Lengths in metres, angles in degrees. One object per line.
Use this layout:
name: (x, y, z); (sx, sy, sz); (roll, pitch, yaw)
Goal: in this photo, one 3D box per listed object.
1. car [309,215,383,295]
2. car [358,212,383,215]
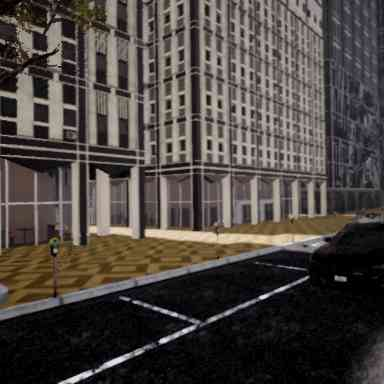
car: (4.909, 1.621, 9.089); (1.882, 1.535, 5.008); (-2, -1, 42)
car: (9.861, 1.832, 18.357); (2.008, 1.369, 4.403); (-2, -2, 42)
